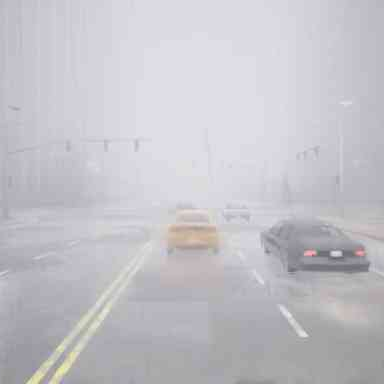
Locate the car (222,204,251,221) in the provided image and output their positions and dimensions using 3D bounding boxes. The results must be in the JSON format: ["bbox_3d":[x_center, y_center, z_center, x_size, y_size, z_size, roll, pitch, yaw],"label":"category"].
[{"bbox_3d":[3.528,1.605,27.156,1.895,1.301,4.718,0,0,0],"label":"car"}]

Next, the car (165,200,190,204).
[{"bbox_3d":[-0.792,1.569,27.897,1.994,1.385,4.181,0,0,-13],"label":"car"}]

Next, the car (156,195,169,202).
[{"bbox_3d":[-7.025,1.538,75.255,2.128,1.511,4.902,0,0,0],"label":"car"}]

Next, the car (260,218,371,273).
[{"bbox_3d":[3.524,1.549,10.591,2.033,1.411,5.357,0,0,1],"label":"car"}]

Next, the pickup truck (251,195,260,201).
[{"bbox_3d":[16.594,1.072,82.201,2.390,2.098,6.274,0,0,30],"label":"pickup truck"}]

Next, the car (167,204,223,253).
[{"bbox_3d":[0.048,1.480,13.680,1.882,1.535,5.008,0,0,0],"label":"car"}]
